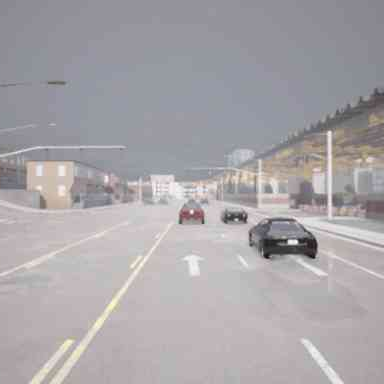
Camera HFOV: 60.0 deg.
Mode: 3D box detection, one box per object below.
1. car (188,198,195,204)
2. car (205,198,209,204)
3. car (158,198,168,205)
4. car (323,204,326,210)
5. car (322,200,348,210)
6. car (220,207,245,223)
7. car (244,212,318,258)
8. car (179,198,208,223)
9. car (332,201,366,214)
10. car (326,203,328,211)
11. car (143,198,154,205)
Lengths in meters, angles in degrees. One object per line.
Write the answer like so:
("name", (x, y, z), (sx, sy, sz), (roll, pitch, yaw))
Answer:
("car", (-0.084, 2.453, 87.611), (1.837, 1.490, 4.892), (0, -1, 0))
("car", (3.417, 2.475, 87.286), (2.033, 1.411, 5.357), (0, -1, 0))
("car", (-7.077, 2.237, 81.010), (2.097, 1.767, 4.553), (0, -1, 0))
("car", (19.391, 1.944, 45.001), (2.038, 1.542, 4.974), (-1, -1, 44))
("car", (19.426, 1.787, 45.041), (1.853, 1.218, 4.536), (-1, -1, 44))
("car", (3.489, 1.910, 28.237), (1.895, 1.301, 4.718), (0, -1, 0))
("car", (3.509, 1.713, 13.485), (1.994, 1.385, 4.181), (0, -1, 1))
("car", (-0.008, 1.662, 28.406), (2.097, 1.767, 4.553), (0, -1, 0))
("car", (19.437, 1.736, 40.353), (1.853, 1.218, 4.536), (0, -1, -36))
("car", (19.406, 1.894, 40.393), (2.038, 1.542, 4.974), (0, -1, -36))
("car", (-10.577, 2.237, 81.007), (2.097, 1.767, 4.553), (0, -1, 0))
